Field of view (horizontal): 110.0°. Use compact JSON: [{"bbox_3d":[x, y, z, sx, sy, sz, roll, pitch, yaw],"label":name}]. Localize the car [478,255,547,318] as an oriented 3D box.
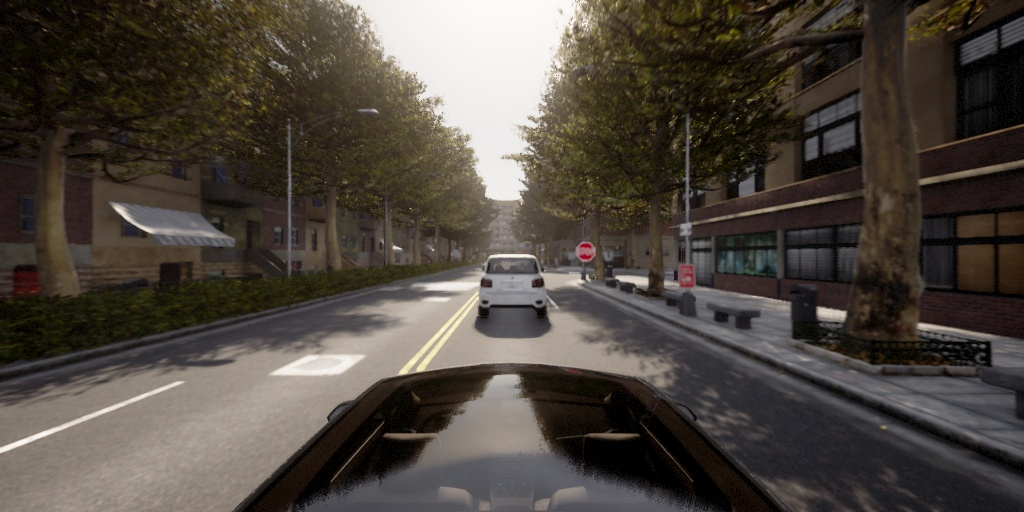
[{"bbox_3d":[0.034,0.977,13.223,2.150,2.045,5.566,0,0,1],"label":"car"}]
